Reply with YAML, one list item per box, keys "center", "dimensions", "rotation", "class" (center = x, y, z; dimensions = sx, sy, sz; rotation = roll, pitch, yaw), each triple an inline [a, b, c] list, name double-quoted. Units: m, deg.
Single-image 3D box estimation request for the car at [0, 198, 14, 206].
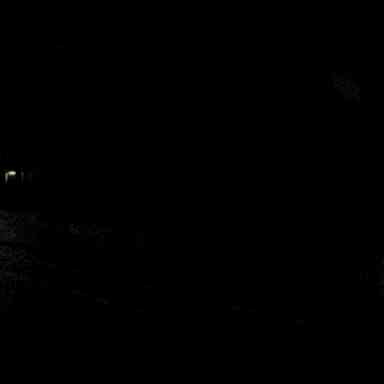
- center: [-36.470, 1.892, 63.086]
  dimensions: [2.008, 1.369, 4.403]
  rotation: [-1, -1, 36]
  class: "car"
